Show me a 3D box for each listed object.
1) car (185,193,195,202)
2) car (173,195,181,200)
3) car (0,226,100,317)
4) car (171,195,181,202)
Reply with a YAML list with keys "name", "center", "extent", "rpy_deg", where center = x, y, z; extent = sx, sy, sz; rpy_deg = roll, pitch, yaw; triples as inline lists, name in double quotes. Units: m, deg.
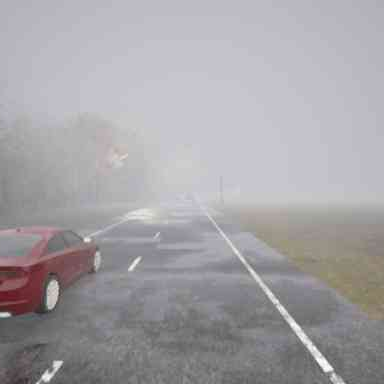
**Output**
- name: "car"
  center: [-0.407, 1.271, 78.948]
  extent: [2.150, 2.045, 5.566]
  rpy_deg: [0, 0, 0]
- name: "car"
  center: [-3.959, 1.541, 89.355]
  extent: [1.895, 1.301, 4.718]
  rpy_deg: [0, 0, 0]
- name: "car"
  center: [-3.548, 1.516, 7.627]
  extent: [1.882, 1.535, 5.008]
  rpy_deg: [0, 0, 0]
- name: "car"
  center: [-3.908, 1.418, 79.253]
  extent: [2.097, 1.767, 4.553]
  rpy_deg: [0, 0, 0]
